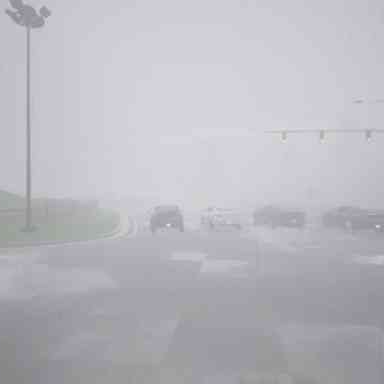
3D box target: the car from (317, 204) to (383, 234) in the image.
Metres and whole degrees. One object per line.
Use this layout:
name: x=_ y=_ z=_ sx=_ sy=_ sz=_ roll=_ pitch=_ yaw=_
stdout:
car: x=9.111 y=1.487 z=19.266 sx=1.837 sy=1.490 sz=4.892 roll=0 pitch=0 yaw=-7

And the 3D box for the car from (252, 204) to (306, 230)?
car: x=5.340 y=1.468 z=21.044 sx=1.882 sy=1.535 sz=5.008 roll=0 pitch=0 yaw=-8

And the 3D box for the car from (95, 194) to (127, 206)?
car: x=-13.514 y=1.556 z=55.272 sx=4.674 sy=1.442 sz=1.812 roll=0 pitch=0 yaw=39

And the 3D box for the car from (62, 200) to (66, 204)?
car: x=-21.584 y=1.550 z=61.060 sx=4.892 sy=1.490 sz=1.837 roll=0 pitch=0 yaw=25

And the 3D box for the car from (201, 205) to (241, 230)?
car: x=1.779 y=1.523 z=21.234 sx=1.812 sy=1.442 sz=4.674 roll=0 pitch=0 yaw=-8

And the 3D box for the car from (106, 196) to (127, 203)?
car: x=-15.887 y=1.508 z=69.903 sx=4.181 sy=1.385 sz=1.994 roll=0 pitch=0 yaw=29

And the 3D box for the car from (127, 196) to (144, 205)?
car: x=-11.120 y=1.503 z=57.823 sx=5.008 sy=1.535 sz=1.882 roll=0 pitch=0 yaw=39

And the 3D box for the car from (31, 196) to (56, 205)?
car: x=-26.736 y=1.535 z=59.676 sx=5.008 sy=1.535 sz=1.882 roll=0 pitch=0 yaw=22

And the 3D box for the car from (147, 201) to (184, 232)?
car: x=-1.611 y=1.509 z=20.235 sx=1.837 sy=1.490 sz=4.892 roll=0 pitch=0 yaw=-8

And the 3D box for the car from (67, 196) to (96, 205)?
car: x=-17.864 y=1.517 z=54.387 sx=5.008 sy=1.535 sz=1.882 roll=0 pitch=0 yaw=36

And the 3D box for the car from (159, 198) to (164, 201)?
car: x=-7.590 y=1.620 z=64.037 sx=4.718 sy=1.301 sz=1.895 roll=0 pitch=0 yaw=39

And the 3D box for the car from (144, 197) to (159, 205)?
car: x=-9.178 y=1.569 z=60.787 sx=5.357 sy=1.411 sz=2.033 roll=0 pitch=0 yaw=39
